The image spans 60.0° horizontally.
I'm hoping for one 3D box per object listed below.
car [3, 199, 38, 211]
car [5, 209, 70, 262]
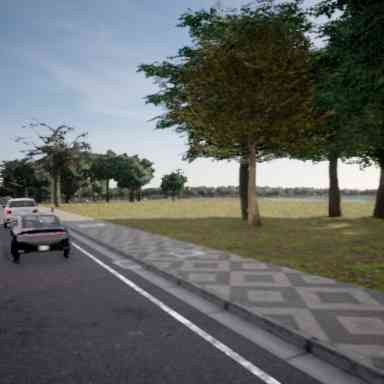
[{"bbox_3d":[-12.948,1.515,25.220,2.150,2.045,5.566,0,0,-29],"label":"car"},{"bbox_3d":[-6.012,1.631,12.989,2.128,1.511,4.902,0,0,-29],"label":"car"}]
